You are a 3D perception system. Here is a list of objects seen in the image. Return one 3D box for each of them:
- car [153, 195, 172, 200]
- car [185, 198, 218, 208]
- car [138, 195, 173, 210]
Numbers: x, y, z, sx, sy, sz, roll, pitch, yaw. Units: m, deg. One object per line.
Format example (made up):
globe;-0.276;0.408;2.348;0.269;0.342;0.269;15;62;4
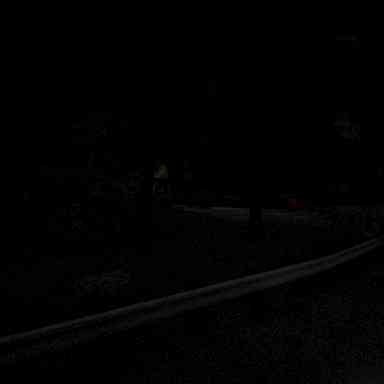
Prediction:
car;-7.356;1.357;82.046;4.718;1.301;1.895;1;1;39
car;1.365;1.585;48.108;4.718;1.301;1.895;0;0;38
car;-4.553;1.510;43.867;4.674;1.442;1.812;0;0;38
